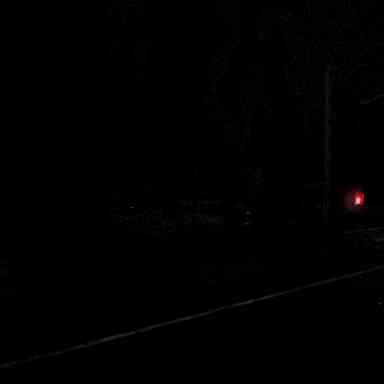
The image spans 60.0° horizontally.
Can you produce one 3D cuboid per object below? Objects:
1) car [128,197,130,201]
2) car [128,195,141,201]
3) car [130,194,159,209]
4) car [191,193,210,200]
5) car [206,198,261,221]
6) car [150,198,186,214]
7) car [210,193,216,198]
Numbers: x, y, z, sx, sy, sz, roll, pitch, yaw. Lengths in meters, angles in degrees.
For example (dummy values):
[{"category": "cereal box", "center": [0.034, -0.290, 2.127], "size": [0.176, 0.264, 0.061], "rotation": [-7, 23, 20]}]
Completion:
[{"category": "car", "center": [-13.056, 1.532, 79.263], "size": [1.845, 1.501, 3.633], "rotation": [0, 0, -37]}, {"category": "car", "center": [-15.094, 1.554, 86.996], "size": [1.970, 1.475, 3.806], "rotation": [0, 0, -37]}, {"category": "car", "center": [-6.601, 1.458, 48.023], "size": [2.097, 1.767, 4.553], "rotation": [0, 0, -35]}, {"category": "car", "center": [1.937, 1.333, 90.246], "size": [1.932, 1.855, 4.605], "rotation": [0, 0, -37]}, {"category": "car", "center": [3.583, 1.572, 28.325], "size": [1.882, 1.535, 5.008], "rotation": [0, 0, -37]}, {"category": "car", "center": [-2.446, 1.657, 36.308], "size": [1.994, 1.385, 4.181], "rotation": [0, 0, -36]}, {"category": "car", "center": [4.022, 1.324, 92.311], "size": [1.905, 1.878, 3.866], "rotation": [0, 0, -37]}]
